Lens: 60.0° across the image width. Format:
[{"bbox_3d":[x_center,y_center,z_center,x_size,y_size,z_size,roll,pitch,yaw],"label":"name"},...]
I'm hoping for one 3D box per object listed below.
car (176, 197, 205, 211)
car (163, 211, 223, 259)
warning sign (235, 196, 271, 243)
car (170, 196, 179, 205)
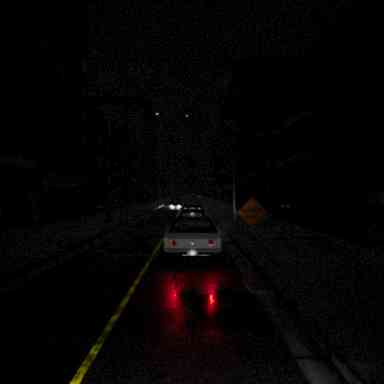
[{"bbox_3d":[0.039,1.477,28.122,2.128,1.511,4.902,0,0,0],"label":"car"},{"bbox_3d":[0.035,1.594,12.489,1.895,1.301,4.718,0,0,0],"label":"car"},{"bbox_3d":[2.507,1.108,13.801,1.300,1.860,1.060,0,0,0],"label":"warning sign"},{"bbox_3d":[-2.817,1.481,58.287,2.128,1.511,4.902,0,0,0],"label":"car"}]
